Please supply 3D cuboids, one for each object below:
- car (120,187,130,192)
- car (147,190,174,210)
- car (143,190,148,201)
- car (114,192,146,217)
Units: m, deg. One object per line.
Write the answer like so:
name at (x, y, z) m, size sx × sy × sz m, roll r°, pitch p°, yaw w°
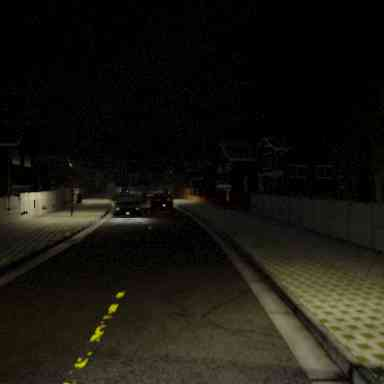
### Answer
car at (-13.161, -0.289, 65.443) m, size 1.837 × 1.490 × 4.892 m, roll 0°, pitch 1°, yaw -5°
car at (-2.843, 0.821, 30.970) m, size 1.837 × 1.490 × 4.892 m, roll 0°, pitch 2°, yaw -11°
car at (-5.512, 0.537, 42.407) m, size 2.128 × 1.511 × 4.902 m, roll 0°, pitch 2°, yaw -15°
car at (-4.730, 0.993, 24.986) m, size 2.033 × 1.411 × 5.357 m, roll 0°, pitch 1°, yaw -9°
